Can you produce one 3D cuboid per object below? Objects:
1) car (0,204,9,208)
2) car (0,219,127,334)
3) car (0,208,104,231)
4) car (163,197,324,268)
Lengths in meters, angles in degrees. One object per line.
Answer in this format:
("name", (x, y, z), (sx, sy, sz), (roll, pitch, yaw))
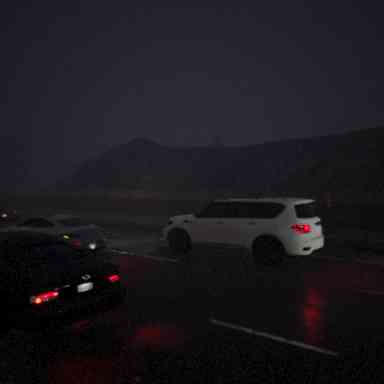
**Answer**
("car", (-13.430, 1.457, 22.164), (4.181, 1.385, 1.994), (0, 0, 35))
("car", (-3.704, 1.517, 6.631), (5.357, 1.411, 2.033), (0, 0, 35))
("car", (-5.024, 1.477, 11.872), (4.674, 1.442, 1.812), (0, 0, 35))
("car", (1.574, 1.195, 11.465), (5.566, 2.045, 2.150), (0, 0, 36))
